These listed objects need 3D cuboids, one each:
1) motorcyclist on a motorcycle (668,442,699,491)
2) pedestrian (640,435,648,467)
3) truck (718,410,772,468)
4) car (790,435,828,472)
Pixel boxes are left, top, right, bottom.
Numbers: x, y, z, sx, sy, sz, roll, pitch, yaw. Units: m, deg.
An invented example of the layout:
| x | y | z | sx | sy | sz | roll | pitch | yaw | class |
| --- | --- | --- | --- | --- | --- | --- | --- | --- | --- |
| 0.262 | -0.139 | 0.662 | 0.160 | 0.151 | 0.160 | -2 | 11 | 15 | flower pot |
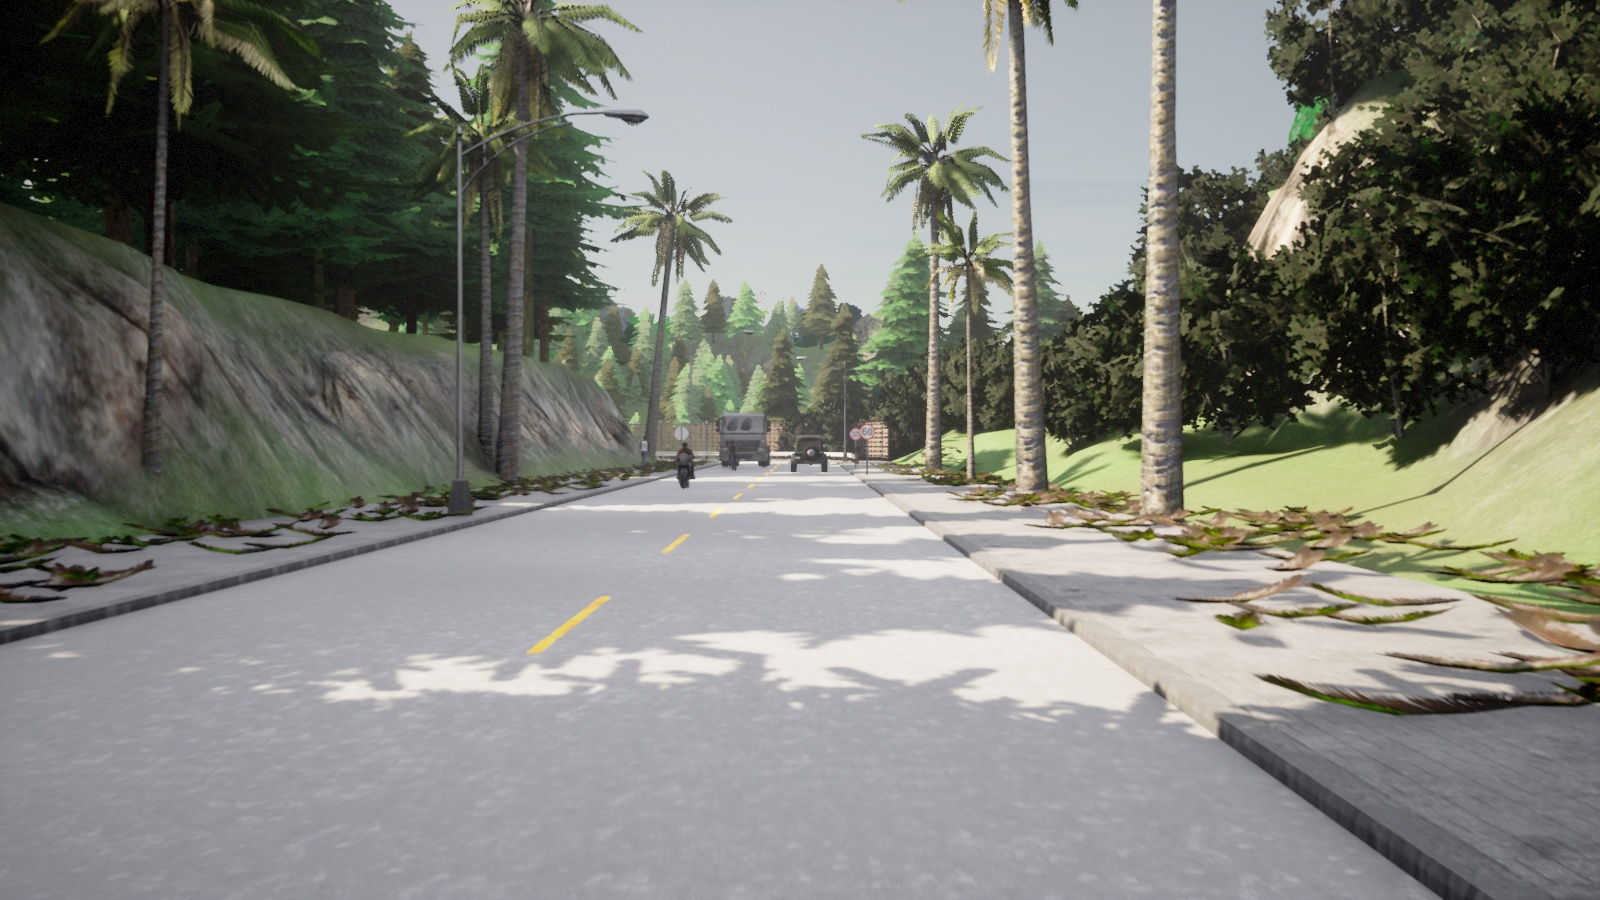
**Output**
| x | y | z | sx | sy | sz | roll | pitch | yaw | class |
| --- | --- | --- | --- | --- | --- | --- | --- | --- | --- |
| -3.709 | 0.499 | 40.247 | 0.797 | 1.523 | 2.044 | 0 | 0 | 0 | motorcyclist on a motorcycle |
| -8.807 | 0.046 | 70.945 | 0.354 | 1.836 | 0.706 | 0 | 0 | 0 | pedestrian |
| -3.401 | -0.686 | 79.561 | 2.891 | 3.462 | 7.936 | 0 | 0 | 1 | truck |
| 0.475 | 0.175 | 65.239 | 1.905 | 1.878 | 3.866 | 0 | 0 | 0 | car |
